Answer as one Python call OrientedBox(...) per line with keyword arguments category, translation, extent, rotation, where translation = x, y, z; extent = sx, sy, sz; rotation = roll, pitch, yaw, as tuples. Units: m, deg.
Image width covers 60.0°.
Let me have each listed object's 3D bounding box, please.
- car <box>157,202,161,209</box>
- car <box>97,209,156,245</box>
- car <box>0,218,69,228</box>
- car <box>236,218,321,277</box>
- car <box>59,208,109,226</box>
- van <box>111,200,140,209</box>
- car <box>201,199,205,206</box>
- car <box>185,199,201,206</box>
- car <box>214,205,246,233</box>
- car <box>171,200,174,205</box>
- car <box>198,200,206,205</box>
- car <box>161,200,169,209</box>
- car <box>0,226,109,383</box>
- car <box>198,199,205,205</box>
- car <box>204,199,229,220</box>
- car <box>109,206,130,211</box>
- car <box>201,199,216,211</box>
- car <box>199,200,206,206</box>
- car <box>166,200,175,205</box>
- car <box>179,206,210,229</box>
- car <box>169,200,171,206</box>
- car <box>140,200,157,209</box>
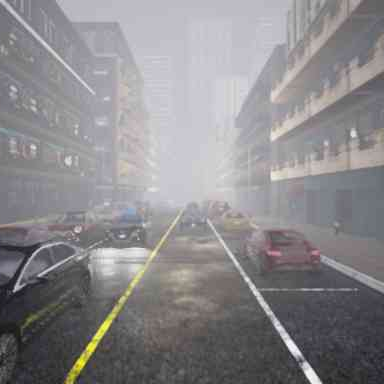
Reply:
OrientedBox(category="car", translation=(-5.725, 2.153, 44.155), extent=(2.008, 1.369, 4.403), rotation=(-1, -1, 0))
OrientedBox(category="car", translation=(-3.087, 1.793, 16.709), extent=(1.994, 1.385, 4.181), rotation=(0, -1, 0))
OrientedBox(category="car", translation=(-5.670, 1.727, 10.545), extent=(1.802, 1.307, 4.206), rotation=(-1, -1, 0))
OrientedBox(category="car", translation=(2.677, 1.727, 10.520), extent=(1.802, 1.307, 4.206), rotation=(-1, -1, 0))
OrientedBox(category="car", translation=(-5.675, 1.661, 16.148), extent=(1.967, 1.590, 4.097), rotation=(-1, -1, 0))
OrientedBox(category="van", translation=(-5.681, 1.715, 27.352), extent=(1.690, 1.788, 3.998), rotation=(-1, -1, 0))
OrientedBox(category="car", translation=(2.659, 1.917, 44.133), extent=(2.192, 1.841, 5.009), rotation=(-1, -1, 0))
OrientedBox(category="car", translation=(0.081, 2.123, 45.487), extent=(1.837, 1.490, 4.892), rotation=(0, -1, 0))
OrientedBox(category="car", translation=(2.671, 1.825, 21.893), extent=(1.752, 1.417, 4.829), rotation=(-1, -1, 0))
OrientedBox(category="car", translation=(-5.732, 2.614, 77.764), extent=(2.008, 1.369, 4.403), rotation=(-1, -1, 0))
OrientedBox(category="car", translation=(2.644, 2.782, 88.941), extent=(1.947, 1.339, 4.313), rotation=(-1, -1, 0))
OrientedBox(category="car", translation=(-5.725, 2.414, 60.958), extent=(1.802, 1.307, 4.206), rotation=(-1, -1, 0))
OrientedBox(category="car", translation=(-3.072, 1.567, 5.328), extent=(2.128, 1.511, 4.902), rotation=(0, -1, 0))
OrientedBox(category="car", translation=(2.639, 2.733, 94.544), extent=(1.967, 1.590, 4.097), rotation=(-1, -1, 0))
OrientedBox(category="car", translation=(2.664, 1.765, 32.929), extent=(2.192, 1.841, 5.009), rotation=(-1, -1, 0))
OrientedBox(category="car", translation=(-5.676, 1.848, 21.748), extent=(2.008, 1.369, 4.403), rotation=(-1, -1, 0))
OrientedBox(category="car", translation=(2.655, 2.070, 55.336), extent=(2.192, 1.841, 5.009), rotation=(-1, -1, 0))
OrientedBox(category="car", translation=(2.645, 2.667, 83.510), extent=(1.752, 1.417, 4.829), rotation=(-1, -1, 0))
OrientedBox(category="car", translation=(-5.737, 2.767, 88.967), extent=(2.008, 1.369, 4.403), rotation=(-1, -1, 0))
OrientedBox(category="car", translation=(0.090, 1.931, 24.166), extent=(1.895, 1.301, 4.718), rotation=(0, -1, 0))
OrientedBox(category="car", translation=(-5.727, 2.491, 66.560), extent=(1.802, 1.307, 4.206), rotation=(-1, -1, 0))
OrientedBox(category="car", translation=(-5.709, 1.841, 38.556), extent=(2.192, 1.841, 5.009), rotation=(-1, -1, 0))
